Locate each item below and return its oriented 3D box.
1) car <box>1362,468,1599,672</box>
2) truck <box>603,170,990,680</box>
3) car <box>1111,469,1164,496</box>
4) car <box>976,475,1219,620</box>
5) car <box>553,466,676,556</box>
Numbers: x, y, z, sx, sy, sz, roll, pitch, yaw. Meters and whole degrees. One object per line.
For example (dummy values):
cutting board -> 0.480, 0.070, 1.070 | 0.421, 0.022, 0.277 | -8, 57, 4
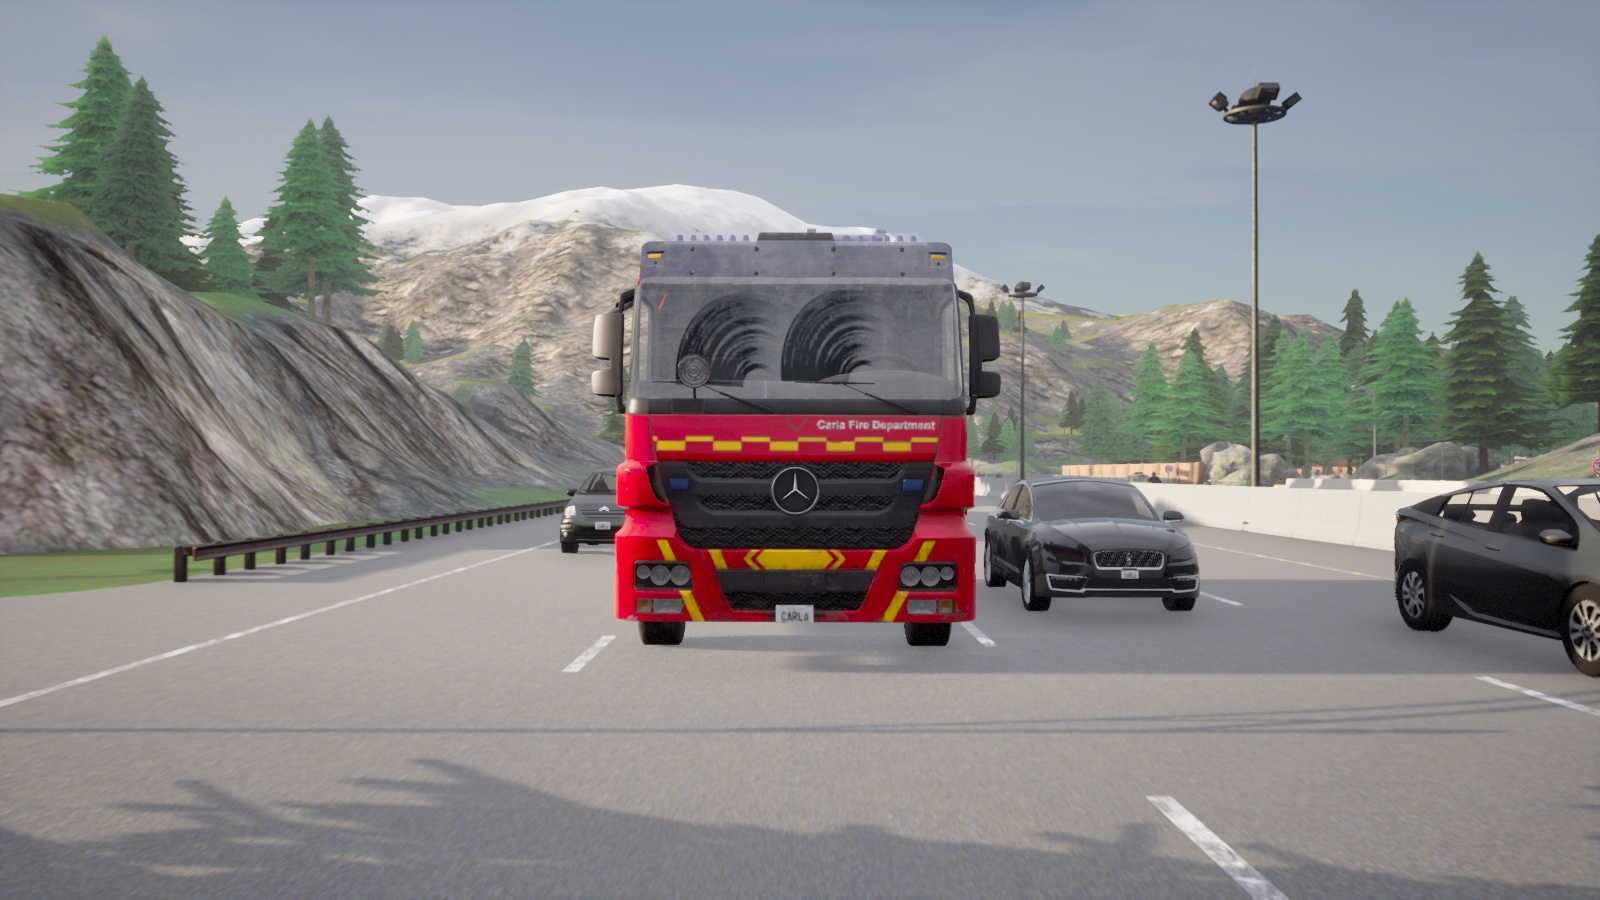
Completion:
car -> 6.973, 0.919, 11.061 | 2.007, 1.525, 4.514 | 0, -1, 0
truck -> -0.039, -0.121, 13.681 | 2.891, 3.827, 8.468 | 0, -1, 0
car -> 20.812, 1.969, 77.562 | 1.801, 1.575, 5.366 | 0, -1, 0
car -> 3.462, 1.067, 15.603 | 1.837, 1.490, 4.892 | 0, -1, 0
car -> -3.560, 1.141, 24.735 | 1.851, 1.617, 3.988 | 0, -1, 0
